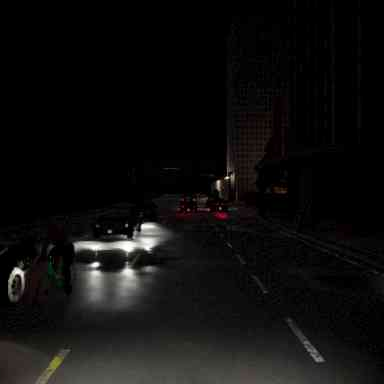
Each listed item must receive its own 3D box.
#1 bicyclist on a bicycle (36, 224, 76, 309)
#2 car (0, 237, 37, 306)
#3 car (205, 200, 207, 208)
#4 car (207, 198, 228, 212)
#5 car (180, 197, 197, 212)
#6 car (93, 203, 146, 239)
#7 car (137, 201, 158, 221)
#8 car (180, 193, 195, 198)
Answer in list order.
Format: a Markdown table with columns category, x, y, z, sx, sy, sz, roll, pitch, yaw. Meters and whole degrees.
| category | x | y | z | sx | sy | sz | roll | pitch | yaw |
| --- | --- | --- | --- | --- | --- | --- | --- | --- | --- |
| bicyclist on a bicycle | -2.827 | 1.474 | 7.007 | 0.582 | 1.620 | 1.656 | 0 | 2 | 6 |
| car | -3.816 | 1.437 | 4.259 | 1.895 | 1.301 | 4.718 | -3 | 8 | -4 |
| car | 2.932 | 1.526 | 47.978 | 1.812 | 1.442 | 4.674 | 0 | 0 | 0 |
| car | 3.089 | 1.505 | 38.726 | 1.837 | 1.490 | 4.892 | 0 | 0 | 0 |
| car | -0.374 | 1.601 | 37.737 | 1.895 | 1.301 | 4.718 | 0 | 0 | -1 |
| car | -3.811 | 1.527 | 17.635 | 1.812 | 1.442 | 4.674 | 0 | 1 | -1 |
| car | -3.838 | 1.494 | 27.234 | 2.128 | 1.511 | 4.902 | 0 | 0 | -1 |
| car | -0.504 | 1.221 | 47.502 | 2.150 | 2.045 | 5.566 | 0 | 0 | -1 |
